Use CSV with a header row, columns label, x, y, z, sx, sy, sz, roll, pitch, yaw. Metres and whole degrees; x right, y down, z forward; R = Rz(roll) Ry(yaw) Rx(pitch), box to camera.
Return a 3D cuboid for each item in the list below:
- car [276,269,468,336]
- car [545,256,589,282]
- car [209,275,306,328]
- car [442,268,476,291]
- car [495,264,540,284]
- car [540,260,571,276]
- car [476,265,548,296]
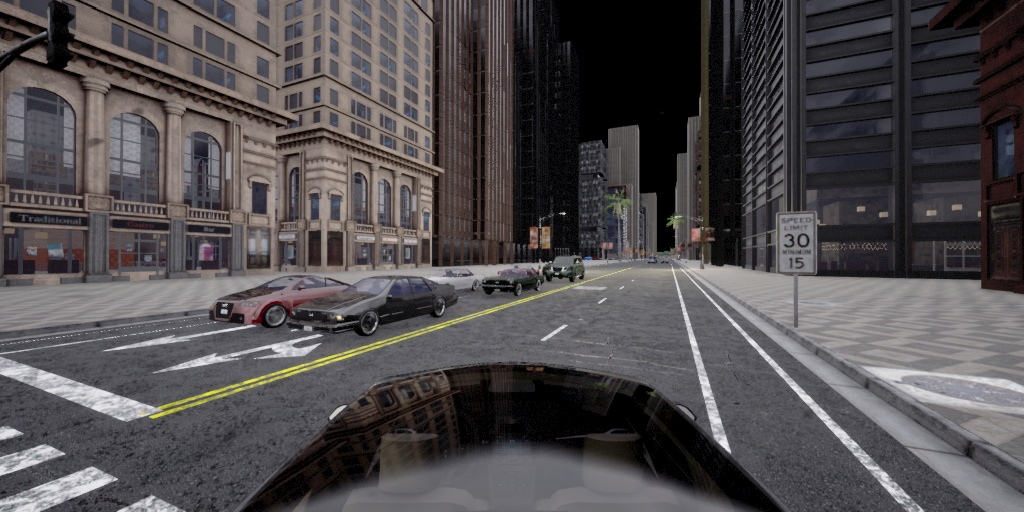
label,x,y,z,sx,sy,sz,roll,pitch,yaw
car,-3.690,1.299,10.796,2.033,1.411,5.357,0,0,24
car,4.463,0.987,29.372,2.150,2.045,5.566,0,0,23
car,-6.939,1.316,11.469,1.994,1.385,4.181,0,0,24
car,-3.424,1.357,19.494,1.895,1.301,4.718,0,0,24
car,0.579,1.364,28.616,1.895,1.301,4.718,0,0,24
car,4.713,1.251,37.947,1.882,1.535,5.008,0,0,24
car,0.162,1.358,19.577,1.895,1.301,4.718,0,0,24
